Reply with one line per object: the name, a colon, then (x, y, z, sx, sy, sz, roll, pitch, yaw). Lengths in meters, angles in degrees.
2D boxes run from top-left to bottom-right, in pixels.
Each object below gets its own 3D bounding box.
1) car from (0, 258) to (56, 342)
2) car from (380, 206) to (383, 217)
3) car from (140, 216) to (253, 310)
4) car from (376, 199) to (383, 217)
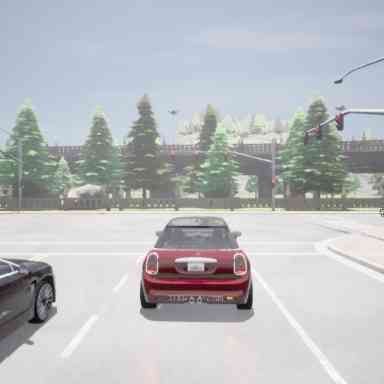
car: (-3.434, 1.491, 4.259, 2.128, 1.511, 4.902, 0, 0, 0)
car: (17.487, 1.448, 26.232, 4.892, 1.490, 1.837, 0, 0, 1)
car: (0.146, 1.352, 8.010, 2.097, 1.767, 4.553, 0, 0, 2)
car: (19.427, 1.435, 29.678, 4.902, 1.511, 2.128, 0, 0, 2)
